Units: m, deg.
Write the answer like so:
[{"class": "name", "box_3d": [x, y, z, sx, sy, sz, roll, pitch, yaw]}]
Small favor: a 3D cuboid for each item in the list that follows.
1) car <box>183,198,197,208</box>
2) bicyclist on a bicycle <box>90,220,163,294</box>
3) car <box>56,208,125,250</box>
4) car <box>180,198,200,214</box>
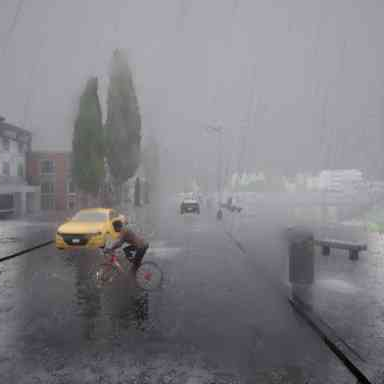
[{"class": "car", "box_3d": [-0.319, 1.563, 47.842, 1.994, 1.385, 4.181, 0, 0, -1]}, {"class": "bicyclist on a bicycle", "box_3d": [-1.477, 1.451, 7.430, 1.656, 1.620, 0.582, -2, 0, -1]}, {"class": "car", "box_3d": [-4.196, 1.477, 14.479, 1.882, 1.535, 5.008, 0, 0, 0]}, {"class": "car", "box_3d": [-0.202, 1.477, 34.874, 1.882, 1.535, 5.008, 0, 0, -1]}]
